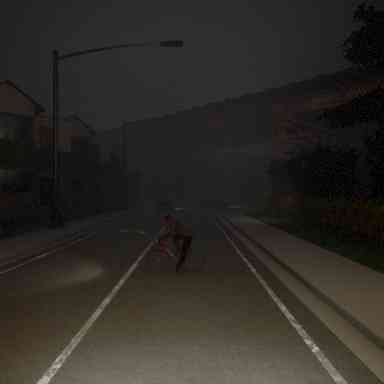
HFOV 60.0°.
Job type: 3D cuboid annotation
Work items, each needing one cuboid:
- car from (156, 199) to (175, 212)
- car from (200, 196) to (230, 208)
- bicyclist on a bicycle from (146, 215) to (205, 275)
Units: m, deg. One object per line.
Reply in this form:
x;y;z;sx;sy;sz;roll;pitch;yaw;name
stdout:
-3.101;1.524;39.350;1.812;1.442;4.674;0;0;4;car
3.370;1.351;47.847;4.553;1.767;2.097;0;0;-40;car
-0.472;1.450;9.200;1.656;1.620;0.582;-2;0;0;bicyclist on a bicycle
